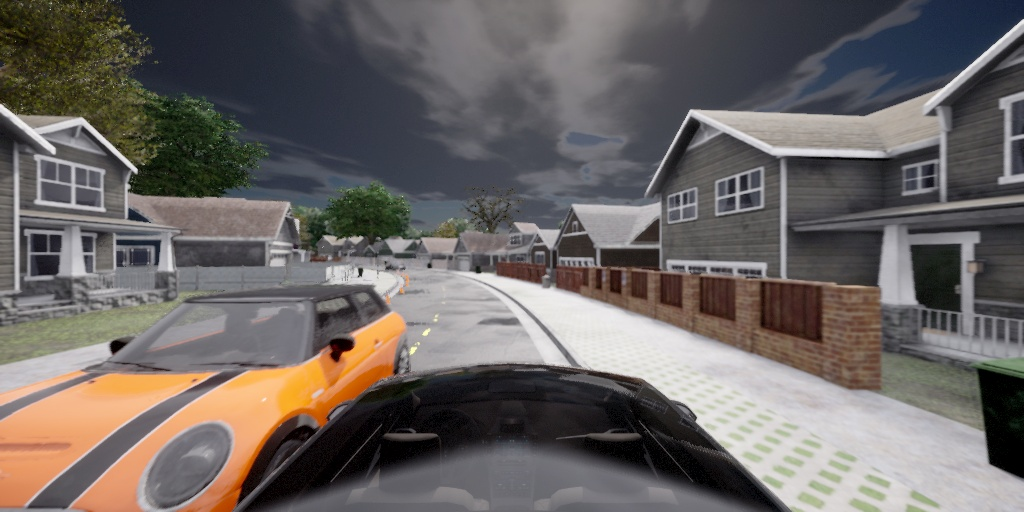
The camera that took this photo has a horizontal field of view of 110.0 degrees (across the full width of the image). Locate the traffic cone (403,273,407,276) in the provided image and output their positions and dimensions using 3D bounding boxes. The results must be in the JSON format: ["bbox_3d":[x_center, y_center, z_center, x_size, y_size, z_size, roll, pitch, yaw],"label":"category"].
[{"bbox_3d":[-8.811,1.922,30.396,0.340,0.580,0.340,0,0,-17],"label":"traffic cone"}]

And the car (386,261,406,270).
[{"bbox_3d":[-17.721,1.523,54.506,2.128,1.511,4.902,0,0,-37],"label":"car"}]

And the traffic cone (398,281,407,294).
[{"bbox_3d":[-6.440,1.884,20.923,0.340,0.580,0.340,0,0,-11],"label":"traffic cone"}]

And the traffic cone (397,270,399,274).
[{"bbox_3d":[-14.000,1.960,44.087,0.340,0.580,0.340,0,0,-25],"label":"traffic cone"}]

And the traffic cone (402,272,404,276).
[{"bbox_3d":[-10.326,1.934,35.039,0.340,0.580,0.340,0,0,-19],"label":"traffic cone"}]

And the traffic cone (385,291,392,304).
[{"bbox_3d":[-5.588,1.853,16.114,0.340,0.580,0.340,0,0,-9],"label":"traffic cone"}]

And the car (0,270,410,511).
[{"bbox_3d":[-2.583,1.129,3.749,2.097,1.767,4.553,0,-1,-2],"label":"car"}]

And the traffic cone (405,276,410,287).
[{"bbox_3d":[-7.515,1.908,25.687,0.340,0.580,0.340,0,0,-14],"label":"traffic cone"}]
